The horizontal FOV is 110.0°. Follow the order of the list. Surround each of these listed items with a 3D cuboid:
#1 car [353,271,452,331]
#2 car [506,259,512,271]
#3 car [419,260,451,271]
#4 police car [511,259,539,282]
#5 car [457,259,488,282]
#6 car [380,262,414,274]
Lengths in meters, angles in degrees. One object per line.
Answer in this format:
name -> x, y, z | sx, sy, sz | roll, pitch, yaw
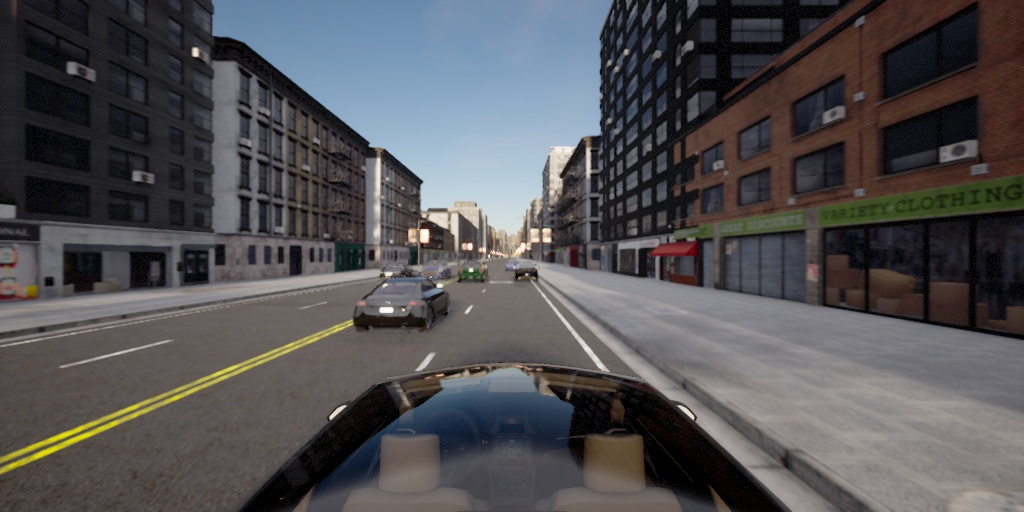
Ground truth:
car -> -3.150, 1.332, 11.014 | 1.994, 1.385, 4.181 | 0, 0, 0
car -> 0.026, 1.358, 50.828 | 2.033, 1.411, 5.357 | 0, 0, 0
car -> -6.590, 1.147, 31.067 | 2.097, 1.767, 4.553 | 0, 0, 0
police car -> 1.141, 1.219, 29.737 | 1.930, 1.638, 5.238 | 0, 0, 0
car -> -3.146, 1.145, 29.653 | 2.097, 1.767, 4.553 | 0, 0, 0
car -> -9.841, 1.286, 30.952 | 2.128, 1.511, 4.902 | 0, 0, 0
